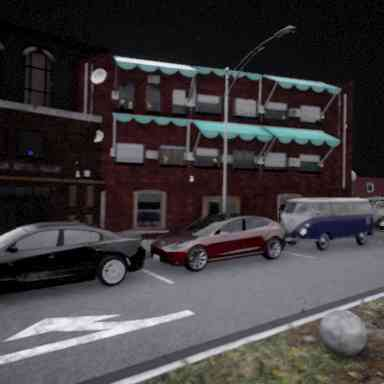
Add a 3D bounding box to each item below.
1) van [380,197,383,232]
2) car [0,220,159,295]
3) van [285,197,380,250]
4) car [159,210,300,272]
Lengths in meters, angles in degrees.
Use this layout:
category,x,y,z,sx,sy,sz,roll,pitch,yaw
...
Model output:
category,x,y,z,sx,sy,sz,roll,pitch,yaw
van,10.278,1.232,16.824,4.442,1.987,1.878,0,0,-30
car,-3.553,1.473,7.846,5.008,1.535,2.097,0,0,-34
van,5.575,1.228,13.899,4.442,1.987,1.878,0,0,-32
car,0.991,1.495,10.932,4.792,1.488,2.163,0,0,-33
